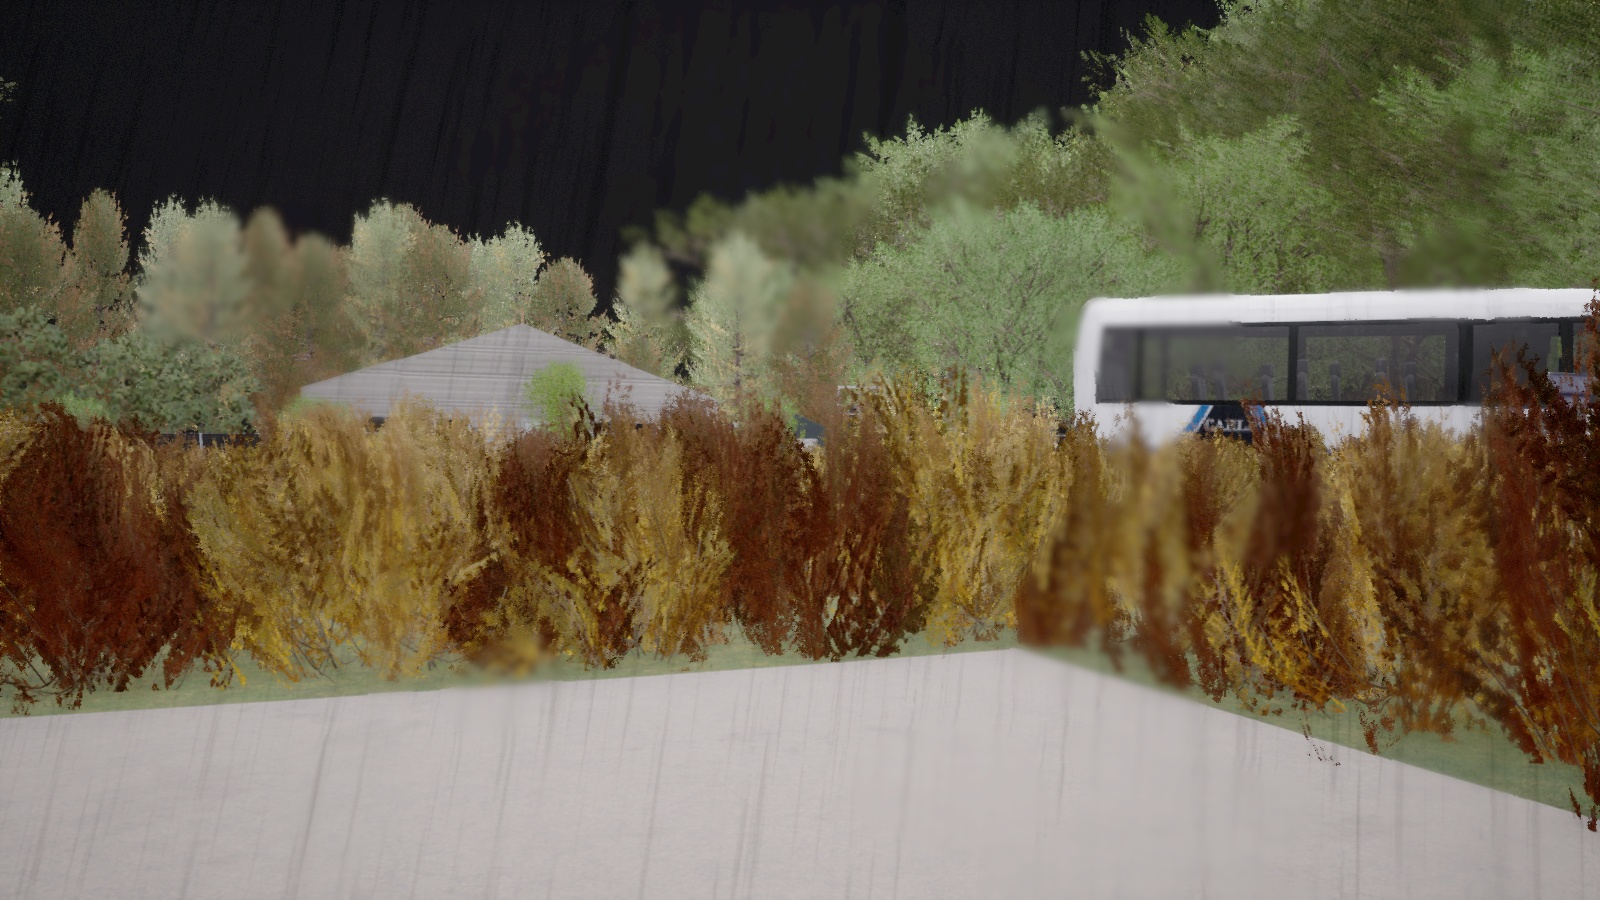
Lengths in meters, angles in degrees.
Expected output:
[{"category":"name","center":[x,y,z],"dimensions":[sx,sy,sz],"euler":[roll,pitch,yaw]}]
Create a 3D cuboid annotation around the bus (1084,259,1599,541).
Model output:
[{"category":"bus","center":[10.489,-0.810,21.764],"dimensions":[10.273,4.253,3.944],"euler":[0,2,24]}]
